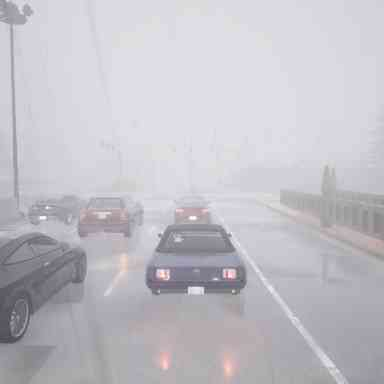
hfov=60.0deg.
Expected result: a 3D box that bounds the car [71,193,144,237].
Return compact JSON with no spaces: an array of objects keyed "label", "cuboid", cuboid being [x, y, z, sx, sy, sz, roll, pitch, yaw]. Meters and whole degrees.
[{"label":"car","cuboid":[-3.465,0.841,14.932,2.097,1.767,4.553,0,3,0]}]

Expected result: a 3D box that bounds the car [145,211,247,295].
[{"label":"car","cuboid":[0.069,1.429,8.289,1.895,1.301,4.718,0,2,0]}]

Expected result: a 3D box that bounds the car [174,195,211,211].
[{"label":"car","cuboid":[0.024,0.878,17.361,1.812,1.442,4.674,0,3,0]}]

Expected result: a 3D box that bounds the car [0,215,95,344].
[{"label":"car","cuboid":[-3.425,1.426,6.137,1.812,1.442,4.674,0,2,0]}]

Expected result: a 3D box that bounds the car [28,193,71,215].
[{"label":"car","cuboid":[-6.980,0.821,17.926,1.837,1.490,4.892,0,3,0]}]
